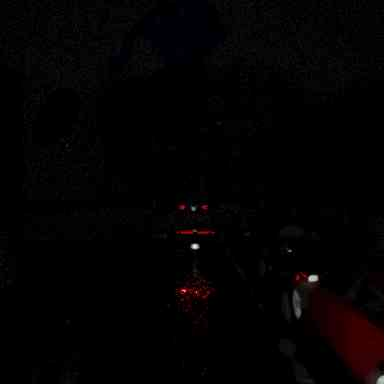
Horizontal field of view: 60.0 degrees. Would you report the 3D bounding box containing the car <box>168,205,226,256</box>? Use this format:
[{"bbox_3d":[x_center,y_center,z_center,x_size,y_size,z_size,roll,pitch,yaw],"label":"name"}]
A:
[{"bbox_3d":[0.095,1.498,13.154,1.837,1.490,4.892,0,0,0],"label":"car"}]

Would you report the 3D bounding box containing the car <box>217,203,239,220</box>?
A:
[{"bbox_3d":[2.614,1.536,25.909,1.887,1.381,4.507,-1,0,0],"label":"car"}]

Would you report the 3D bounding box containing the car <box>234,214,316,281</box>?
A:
[{"bbox_3d":[2.621,1.545,9.689,2.008,1.369,4.403,-1,0,0],"label":"car"}]

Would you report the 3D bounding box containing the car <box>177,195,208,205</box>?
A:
[{"bbox_3d":[0.077,1.213,25.164,2.150,2.045,5.566,0,0,-1],"label":"car"}]

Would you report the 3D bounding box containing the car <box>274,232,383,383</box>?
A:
[{"bbox_3d":[2.624,1.542,4.283,1.887,1.381,4.507,-1,0,0],"label":"car"}]
